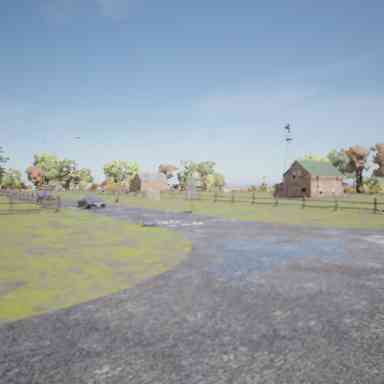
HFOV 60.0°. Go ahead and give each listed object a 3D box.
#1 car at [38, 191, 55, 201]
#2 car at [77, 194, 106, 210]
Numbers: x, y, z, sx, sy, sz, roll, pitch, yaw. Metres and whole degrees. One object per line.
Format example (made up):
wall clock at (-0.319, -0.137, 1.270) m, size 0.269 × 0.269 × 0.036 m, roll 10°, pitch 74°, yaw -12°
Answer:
car at (-22.664, 0.566, 51.650) m, size 1.882 × 1.535 × 5.008 m, roll -1°, pitch 1°, yaw -35°
car at (-10.334, 0.966, 33.958) m, size 1.812 × 1.442 × 4.674 m, roll -1°, pitch 2°, yaw -35°
